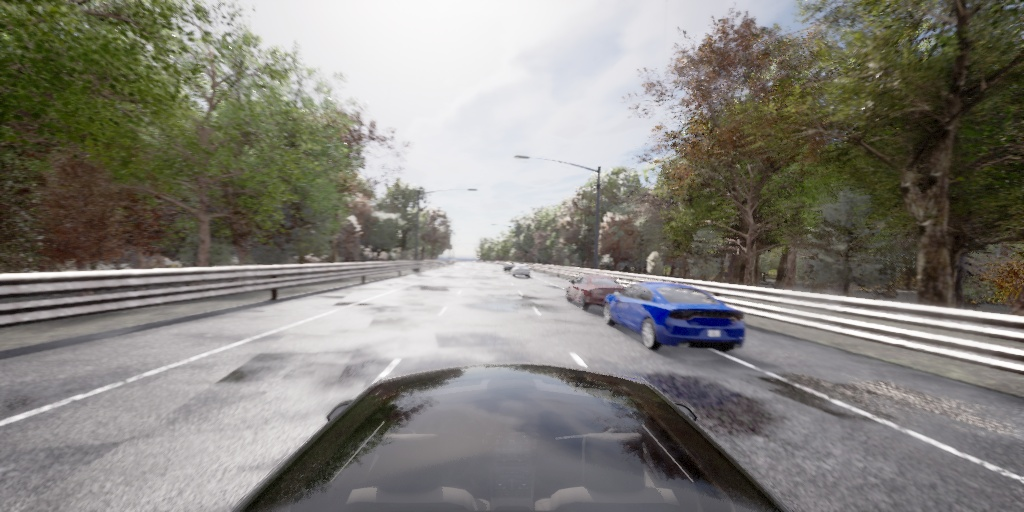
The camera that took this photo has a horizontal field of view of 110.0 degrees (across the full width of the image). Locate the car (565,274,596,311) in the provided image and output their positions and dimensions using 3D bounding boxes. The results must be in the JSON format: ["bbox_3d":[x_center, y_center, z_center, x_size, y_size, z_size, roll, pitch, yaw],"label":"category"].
[{"bbox_3d":[3.653,1.532,15.860,1.812,1.442,4.674,2,0,-3],"label":"car"}]

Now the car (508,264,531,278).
[{"bbox_3d":[0.946,1.649,40.446,1.812,1.442,4.674,2,0,-4],"label":"car"}]

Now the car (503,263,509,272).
[{"bbox_3d":[-0.432,1.837,56.759,1.895,1.301,4.718,2,-1,-4],"label":"car"}]

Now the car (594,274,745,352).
[{"bbox_3d":[4.012,1.448,9.832,1.882,1.535,5.008,2,0,-3],"label":"car"}]
